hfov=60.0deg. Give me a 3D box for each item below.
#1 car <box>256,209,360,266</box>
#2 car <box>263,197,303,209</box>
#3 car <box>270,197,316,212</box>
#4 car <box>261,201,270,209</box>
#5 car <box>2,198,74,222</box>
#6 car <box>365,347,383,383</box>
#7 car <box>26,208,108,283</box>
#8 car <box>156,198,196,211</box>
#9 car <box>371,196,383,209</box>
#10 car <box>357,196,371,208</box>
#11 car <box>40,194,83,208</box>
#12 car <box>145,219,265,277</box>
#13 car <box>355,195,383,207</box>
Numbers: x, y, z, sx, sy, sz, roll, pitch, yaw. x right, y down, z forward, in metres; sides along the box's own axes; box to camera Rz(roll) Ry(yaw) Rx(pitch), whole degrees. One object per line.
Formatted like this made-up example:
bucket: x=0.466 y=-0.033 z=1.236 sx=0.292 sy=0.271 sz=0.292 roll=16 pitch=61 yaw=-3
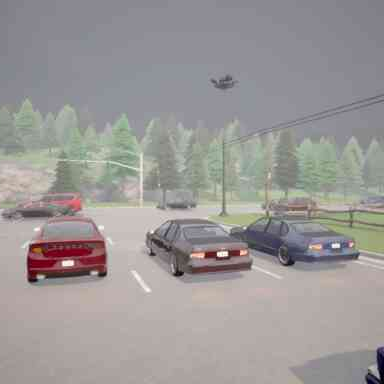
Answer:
car: x=3.172 y=1.547 z=11.644 sx=2.033 sy=1.411 sz=5.357 roll=0 pitch=0 yaw=-20
car: x=12.382 y=1.477 z=45.212 sx=5.008 sy=1.535 sz=1.882 roll=0 pitch=0 yaw=-19
car: x=11.650 y=1.353 z=37.528 sx=4.553 sy=1.767 sz=2.097 roll=0 pitch=0 yaw=-20
car: x=10.743 y=1.526 z=40.900 sx=4.674 sy=1.442 sz=1.812 roll=0 pitch=0 yaw=-18
car: x=-12.434 y=1.491 z=26.711 sx=4.902 sy=1.511 sz=2.128 roll=0 pitch=0 yaw=-29
car: x=3.206 y=1.601 z=1.295 sx=1.895 sy=1.301 sz=4.718 roll=0 pitch=0 yaw=-20
car: x=-3.648 y=1.478 z=9.932 sx=1.882 sy=1.535 sz=5.008 roll=0 pitch=0 yaw=-19
car: x=-1.876 y=1.491 z=39.727 sx=4.902 sy=1.511 sz=2.128 roll=0 pitch=0 yaw=-23
car: x=25.875 y=1.477 z=42.470 sx=5.008 sy=1.535 sz=1.882 roll=0 pitch=0 yaw=-19
car: x=25.996 y=1.491 z=46.214 sx=4.902 sy=1.511 sz=2.128 roll=0 pitch=0 yaw=-19
car: x=-12.915 y=1.221 z=30.475 sx=5.566 sy=2.045 sz=2.150 roll=0 pitch=0 yaw=-29
car: x=-0.105 y=1.547 z=10.403 sx=2.033 sy=1.411 sz=5.357 roll=0 pitch=0 yaw=-20
car: x=27.233 y=1.353 z=50.336 sx=4.553 sy=1.767 sz=2.097 roll=0 pitch=0 yaw=-19
